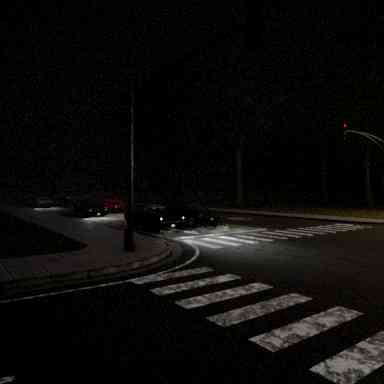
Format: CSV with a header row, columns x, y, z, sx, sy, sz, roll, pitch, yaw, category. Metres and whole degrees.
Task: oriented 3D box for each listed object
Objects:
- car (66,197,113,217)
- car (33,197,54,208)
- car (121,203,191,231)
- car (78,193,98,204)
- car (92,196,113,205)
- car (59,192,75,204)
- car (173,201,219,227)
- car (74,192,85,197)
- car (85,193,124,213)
x,y,z,sx,sy,sz,roll,pitch,yaw,category
-9.336,1.447,29.952,2.033,1.411,5.357,0,0,-36,car
-19.898,1.375,44.590,1.812,1.442,4.674,0,0,-35,car
-2.320,1.542,20.269,1.895,1.301,4.718,0,0,-36,car
-18.701,1.164,59.632,2.097,1.767,4.553,0,0,-36,car
-14.496,1.350,53.876,1.812,1.442,4.674,0,0,-35,car
-21.367,1.039,57.771,2.150,2.045,5.566,0,0,-36,car
-0.168,1.410,22.843,1.882,1.535,5.008,0,0,-35,car
-15.555,1.187,49.849,2.097,1.767,4.553,0,0,-35,car
-9.104,1.099,35.168,2.150,2.045,5.566,0,1,-36,car
